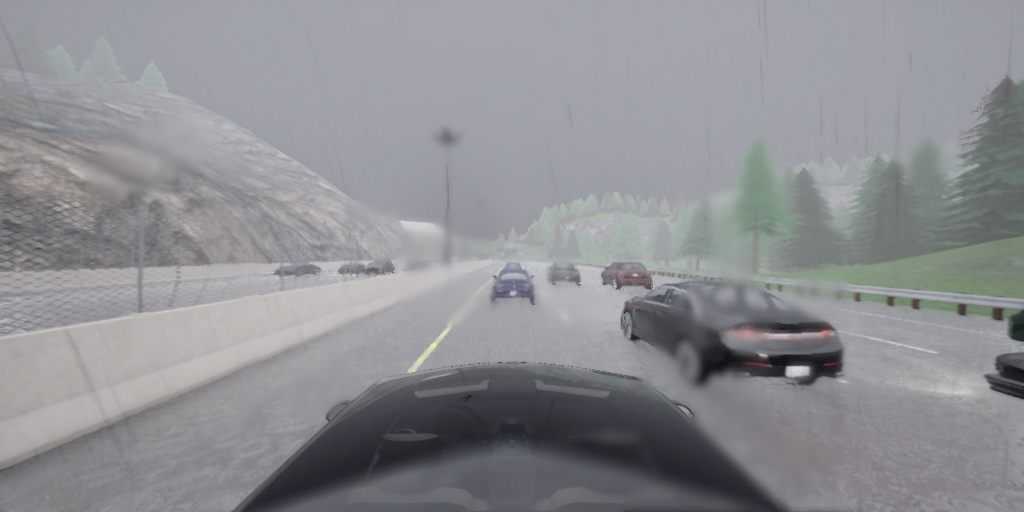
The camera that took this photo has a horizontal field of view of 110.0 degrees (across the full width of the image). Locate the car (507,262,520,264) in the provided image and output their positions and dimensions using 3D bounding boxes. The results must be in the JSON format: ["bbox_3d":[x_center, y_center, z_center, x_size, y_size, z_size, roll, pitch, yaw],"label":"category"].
[{"bbox_3d":[0.097,1.307,34.537,2.033,1.411,5.357,0,0,0],"label":"car"}]

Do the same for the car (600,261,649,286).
[{"bbox_3d":[7.103,1.109,22.780,2.097,1.767,4.553,0,0,0],"label":"car"}]

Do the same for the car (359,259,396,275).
[{"bbox_3d":[-14.075,1.111,38.349,2.097,1.767,4.553,0,0,0],"label":"car"}]

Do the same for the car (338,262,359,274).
[{"bbox_3d":[-17.571,1.324,39.969,1.994,1.385,4.181,0,0,0],"label":"car"}]

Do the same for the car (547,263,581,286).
[{"bbox_3d":[3.609,1.249,25.385,2.128,1.511,4.902,0,0,0],"label":"car"}]

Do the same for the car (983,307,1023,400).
[{"bbox_3d":[7.101,1.298,2.148,2.033,1.411,5.357,0,0,0],"label":"car"}]

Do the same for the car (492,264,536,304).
[{"bbox_3d":[0.077,1.280,16.183,1.812,1.442,4.674,0,0,0],"label":"car"}]

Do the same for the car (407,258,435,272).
[{"bbox_3d":[-10.568,1.267,41.038,1.837,1.490,4.892,0,-1,0],"label":"car"}]

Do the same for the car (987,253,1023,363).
[{"bbox_3d":[10.602,0.973,4.407,2.150,2.045,5.566,0,0,0],"label":"car"}]

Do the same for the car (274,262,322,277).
[{"bbox_3d":[-21.085,1.305,35.653,2.033,1.411,5.357,0,0,0],"label":"car"}]

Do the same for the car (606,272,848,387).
[{"bbox_3d":[3.602,1.243,6.941,2.128,1.511,4.902,0,0,0],"label":"car"}]
